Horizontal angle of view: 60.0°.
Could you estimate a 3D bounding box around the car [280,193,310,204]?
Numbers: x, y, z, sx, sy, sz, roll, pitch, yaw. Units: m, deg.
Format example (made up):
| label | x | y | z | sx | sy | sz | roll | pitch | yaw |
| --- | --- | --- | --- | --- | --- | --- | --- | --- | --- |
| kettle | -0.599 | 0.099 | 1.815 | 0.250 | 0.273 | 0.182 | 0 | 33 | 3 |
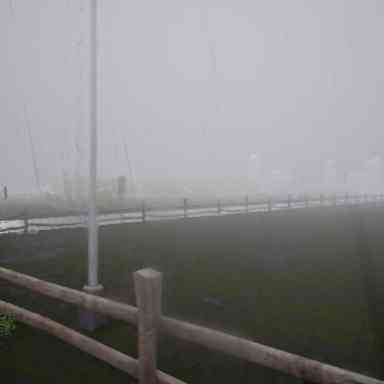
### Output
| label | x | y | z | sx | sy | sz | roll | pitch | yaw |
| --- | --- | --- | --- | --- | --- | --- | --- | --- | --- |
| car | 14.329 | 0.907 | 46.101 | 5.357 | 1.411 | 2.033 | -1 | 1 | -43 |
